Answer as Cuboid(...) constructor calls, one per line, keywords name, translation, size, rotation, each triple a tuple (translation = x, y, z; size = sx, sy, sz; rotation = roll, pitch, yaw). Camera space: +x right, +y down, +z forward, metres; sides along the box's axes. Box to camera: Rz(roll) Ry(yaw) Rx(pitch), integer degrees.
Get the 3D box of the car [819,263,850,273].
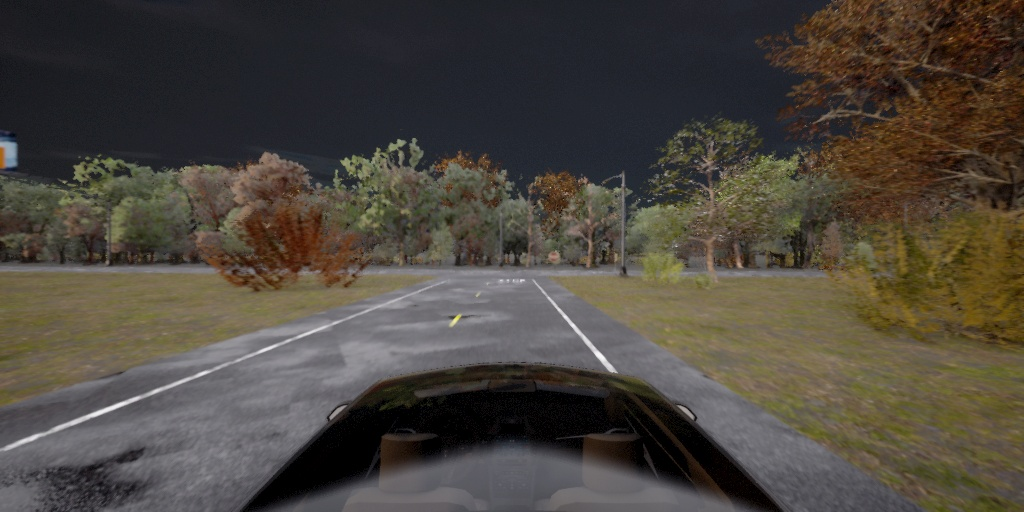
Cuboid(name="car", translation=(43.534, 1.577, 47.413), size=(4.718, 1.301, 1.895), rotation=(0, 0, 0))
